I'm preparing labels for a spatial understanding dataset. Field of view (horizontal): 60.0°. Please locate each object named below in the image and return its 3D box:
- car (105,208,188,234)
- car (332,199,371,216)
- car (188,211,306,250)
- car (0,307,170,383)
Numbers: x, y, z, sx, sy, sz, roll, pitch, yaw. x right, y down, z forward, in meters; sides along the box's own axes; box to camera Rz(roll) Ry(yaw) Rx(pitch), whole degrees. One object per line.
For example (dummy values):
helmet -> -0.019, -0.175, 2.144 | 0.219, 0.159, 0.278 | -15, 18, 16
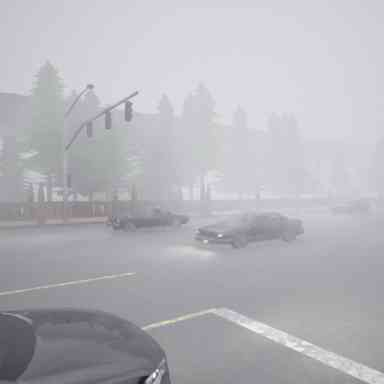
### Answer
car -> -2.568, 1.590, 19.385 | 4.718, 1.301, 1.895 | 0, 0, -36
car -> 15.578, 1.449, 32.396 | 4.892, 1.490, 1.837 | 0, 0, -36
car -> 2.702, 1.532, 14.550 | 5.357, 1.411, 2.033 | 0, 0, -36
car -> -2.405, 1.491, 2.051 | 4.902, 1.511, 2.128 | 0, 0, -35
